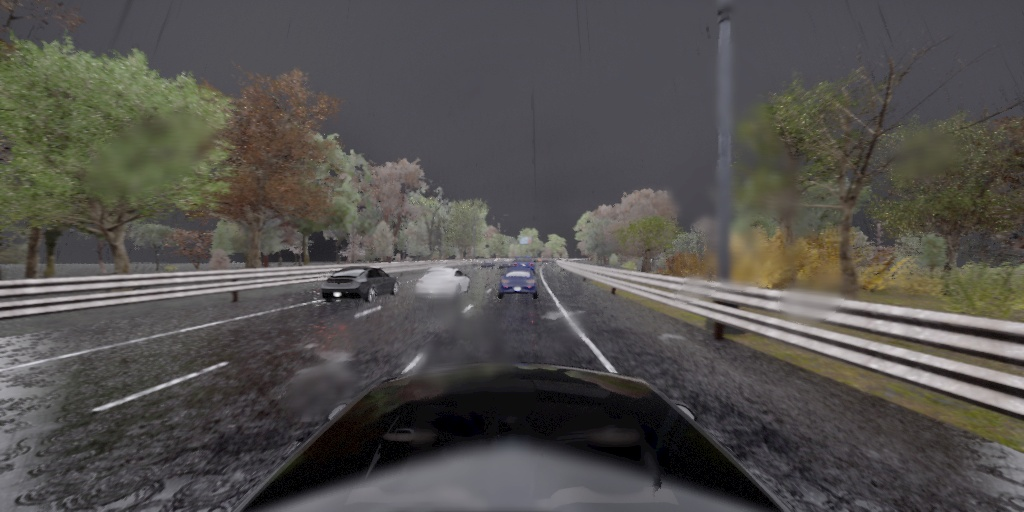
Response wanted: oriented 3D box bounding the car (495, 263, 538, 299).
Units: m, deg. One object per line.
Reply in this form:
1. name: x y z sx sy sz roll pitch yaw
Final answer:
1. car: 0.343 1.292 18.295 1.812 1.442 4.674 0 0 2

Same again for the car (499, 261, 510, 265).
1. car: -0.829 1.412 56.172 1.895 1.301 4.718 0 0 5

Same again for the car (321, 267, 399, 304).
1. car: -6.736 1.247 16.421 1.837 1.490 4.892 0 0 2

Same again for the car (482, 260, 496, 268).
1. car: -3.872 1.411 61.370 1.895 1.301 4.718 0 0 5

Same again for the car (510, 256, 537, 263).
1. car: 1.257 1.011 37.262 2.150 2.045 5.566 0 0 4

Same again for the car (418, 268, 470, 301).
1. car: -3.195 1.279 17.355 1.812 1.442 4.674 0 0 2
